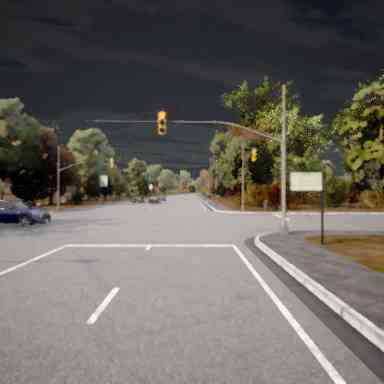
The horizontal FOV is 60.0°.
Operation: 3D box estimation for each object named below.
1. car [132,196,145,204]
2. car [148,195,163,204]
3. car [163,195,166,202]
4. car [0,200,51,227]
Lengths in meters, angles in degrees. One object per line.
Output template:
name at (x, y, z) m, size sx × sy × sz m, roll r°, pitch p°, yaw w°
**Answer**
car at (-10.547, 1.565, 65.471) m, size 1.994 × 1.385 × 4.181 m, roll 0°, pitch 0°, yaw 0°
car at (-7.068, 1.480, 62.096) m, size 1.882 × 1.535 × 5.008 m, roll 0°, pitch 0°, yaw 1°
car at (-7.036, 1.455, 77.584) m, size 1.837 × 1.490 × 4.892 m, roll 0°, pitch 0°, yaw 0°
car at (-11.952, 1.342, 22.369) m, size 4.553 × 1.767 × 2.097 m, roll 0°, pitch 0°, yaw 3°
